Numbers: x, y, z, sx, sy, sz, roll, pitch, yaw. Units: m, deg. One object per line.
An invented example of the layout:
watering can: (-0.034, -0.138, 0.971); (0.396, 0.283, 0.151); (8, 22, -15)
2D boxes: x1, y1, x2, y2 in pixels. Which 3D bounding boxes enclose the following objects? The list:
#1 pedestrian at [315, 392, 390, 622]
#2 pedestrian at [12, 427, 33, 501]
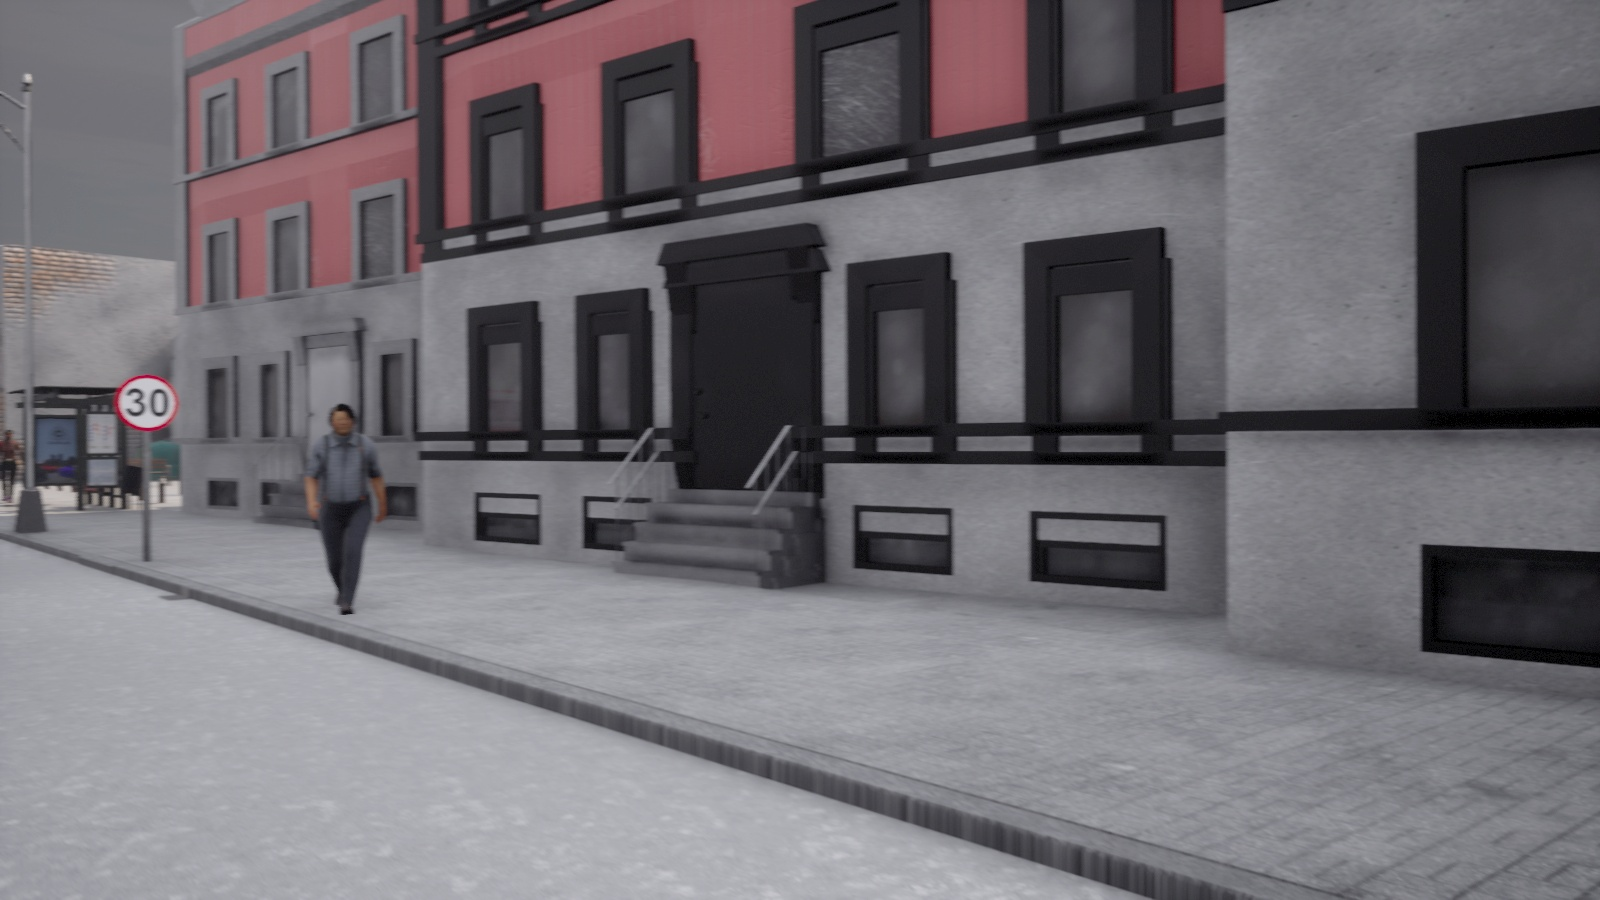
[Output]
pedestrian: (-3.718, 0.455, 10.469); (0.540, 1.848, 0.694); (0, 0, -16)
pedestrian: (-19.191, 0.346, 31.003); (0.328, 1.805, 0.869); (0, 0, -26)
